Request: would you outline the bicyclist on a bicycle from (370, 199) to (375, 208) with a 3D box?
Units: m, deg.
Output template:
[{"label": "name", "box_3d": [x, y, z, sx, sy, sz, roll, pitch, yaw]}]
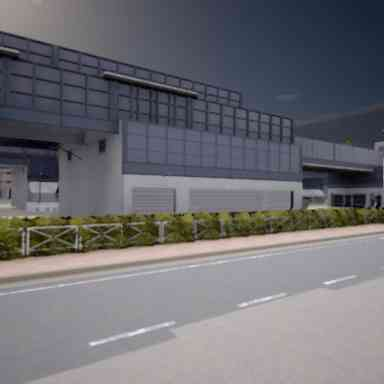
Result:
[{"label": "bicyclist on a bicycle", "box_3d": [27.278, 1.808, 50.259, 1.656, 1.620, 0.582, 0, 0, -36]}]
